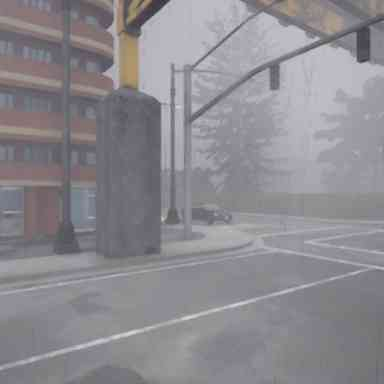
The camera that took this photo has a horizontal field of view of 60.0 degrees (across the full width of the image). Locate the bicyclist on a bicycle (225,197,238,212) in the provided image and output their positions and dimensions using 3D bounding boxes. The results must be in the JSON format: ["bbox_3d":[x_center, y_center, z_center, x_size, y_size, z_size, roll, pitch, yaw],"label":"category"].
[{"bbox_3d":[3.969,1.282,33.430,1.656,1.620,0.582,0,0,-35],"label":"bicyclist on a bicycle"}]

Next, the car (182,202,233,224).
[{"bbox_3d":[1.017,1.512,24.673,1.812,1.442,4.674,0,0,-36],"label":"car"}]
